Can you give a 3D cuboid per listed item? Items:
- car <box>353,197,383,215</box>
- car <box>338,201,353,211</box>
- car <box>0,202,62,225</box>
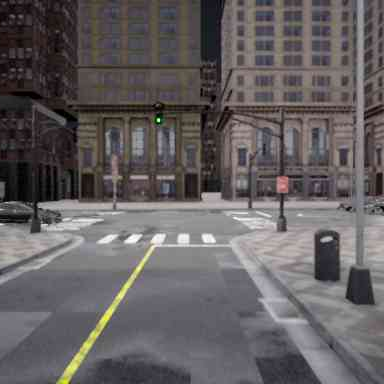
[{"bbox_3d":[16.898,1.149,28.375,4.902,1.511,2.128,0,0,0],"label":"car"},{"bbox_3d":[16.833,1.185,31.625,5.357,1.411,2.033,0,0,-1],"label":"car"},{"bbox_3d":[-11.005,1.427,21.527,4.892,1.490,1.837,1,0,-1],"label":"car"}]
